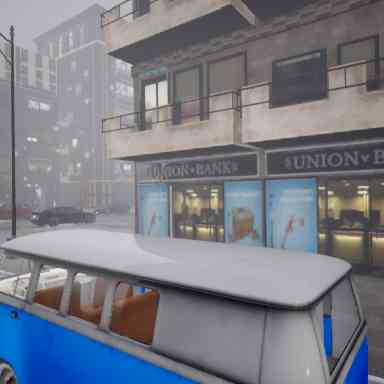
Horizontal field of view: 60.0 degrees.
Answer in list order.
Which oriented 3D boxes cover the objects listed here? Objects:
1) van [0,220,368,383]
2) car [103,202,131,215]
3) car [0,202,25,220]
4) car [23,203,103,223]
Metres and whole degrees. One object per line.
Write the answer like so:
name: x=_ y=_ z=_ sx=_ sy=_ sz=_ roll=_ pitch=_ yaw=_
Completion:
van: x=-0.479 y=1.342 z=3.202 sx=3.998 sy=1.788 sz=1.690 roll=0 pitch=-1 yaw=36
car: x=-8.644 y=1.798 z=36.426 sx=1.947 sy=1.339 sz=4.313 roll=-2 pitch=-1 yaw=36
car: x=-15.324 y=1.608 z=27.343 sx=1.967 sy=1.590 sz=4.097 roll=-2 pitch=-1 yaw=36
car: x=-8.573 y=1.583 z=22.375 sx=1.947 sy=1.339 sz=4.313 roll=-2 pitch=-1 yaw=36
